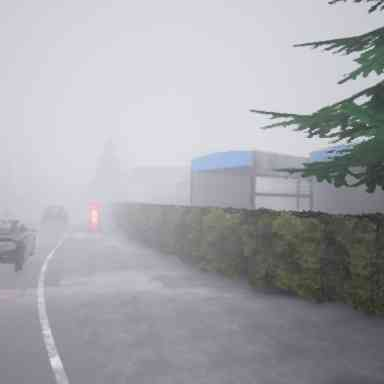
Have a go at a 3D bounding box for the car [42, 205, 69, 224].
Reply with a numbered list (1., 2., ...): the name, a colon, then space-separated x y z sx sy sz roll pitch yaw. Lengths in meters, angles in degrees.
1. car: -12.835 2.037 31.523 2.097 1.767 4.553 2 -2 -17

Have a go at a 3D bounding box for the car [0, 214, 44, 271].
1. car: -6.566 1.700 11.416 2.128 1.511 4.902 2 -2 -20

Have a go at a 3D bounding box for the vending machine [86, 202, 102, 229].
1. vending machine: -7.640 1.838 26.026 1.100 2.100 0.880 2 -2 -17
